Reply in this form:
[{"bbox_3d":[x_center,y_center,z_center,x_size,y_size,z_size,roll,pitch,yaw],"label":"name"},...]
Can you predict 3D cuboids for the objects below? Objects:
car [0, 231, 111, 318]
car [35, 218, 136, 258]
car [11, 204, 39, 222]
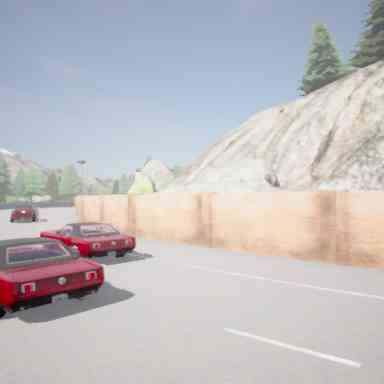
[{"bbox_3d":[-4.076,1.744,7.779,4.718,1.301,1.895,-1,-1,44],"label":"car"},{"bbox_3d":[-4.187,1.817,12.802,1.895,1.301,4.718,0,-1,-43],"label":"car"},{"bbox_3d":[-16.374,1.947,32.824,2.097,1.767,4.553,0,-1,-20],"label":"car"}]
